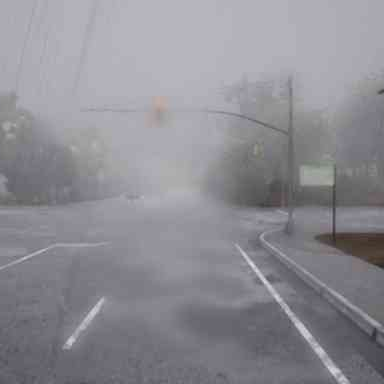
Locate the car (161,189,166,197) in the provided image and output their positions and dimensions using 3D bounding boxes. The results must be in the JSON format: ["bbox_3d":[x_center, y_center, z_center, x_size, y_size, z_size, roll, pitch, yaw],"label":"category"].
[{"bbox_3d":[-7.119,0.147,76.500,2.097,1.767,4.553,0,1,0],"label":"car"}]

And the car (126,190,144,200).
[{"bbox_3d":[-10.636,0.627,61.022,2.033,1.411,5.357,0,1,1],"label":"car"}]

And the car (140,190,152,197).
[{"bbox_3d":[-10.619,0.318,76.450,2.128,1.511,4.902,0,1,0],"label":"car"}]

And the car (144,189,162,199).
[{"bbox_3d":[-7.140,0.680,61.040,1.895,1.301,4.718,0,1,0],"label":"car"}]
